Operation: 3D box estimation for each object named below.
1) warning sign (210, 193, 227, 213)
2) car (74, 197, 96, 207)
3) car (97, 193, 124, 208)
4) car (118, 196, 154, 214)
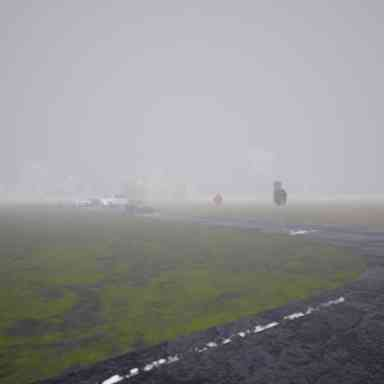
[{"bbox_3d":[2.560,1.053,32.581,1.300,1.860,1.060,0,0,-35],"label":"warning sign"},{"bbox_3d":[-16.816,1.600,51.150,1.812,1.442,4.674,0,0,-35],"label":"car"},{"bbox_3d":[-11.471,1.238,48.391,2.150,2.045,5.566,0,0,-35],"label":"car"},{"bbox_3d":[-5.796,1.498,35.268,1.837,1.490,4.892,0,0,-35],"label":"car"}]
